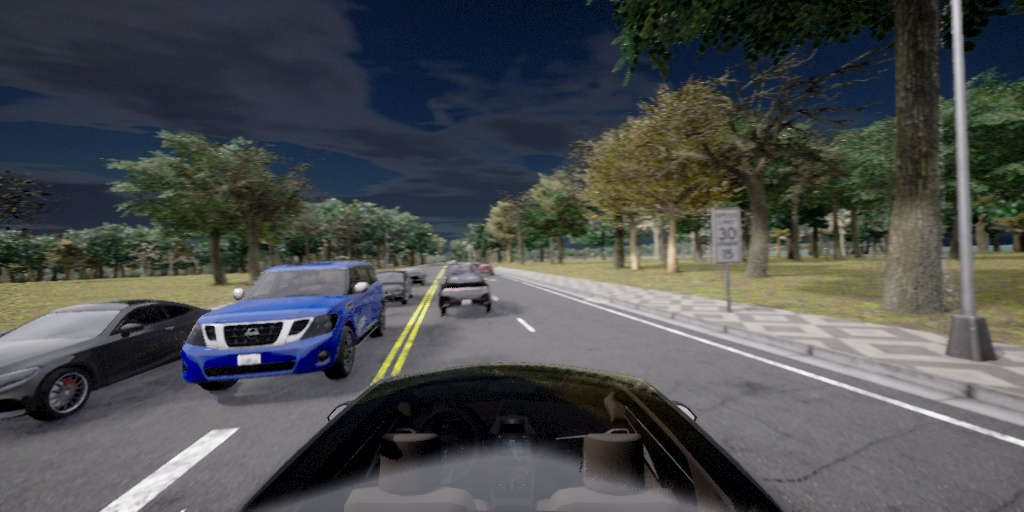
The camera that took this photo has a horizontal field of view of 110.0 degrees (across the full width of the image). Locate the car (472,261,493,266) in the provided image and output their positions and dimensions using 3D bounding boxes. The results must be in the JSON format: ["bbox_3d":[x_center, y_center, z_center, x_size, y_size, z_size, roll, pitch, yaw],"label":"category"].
[{"bbox_3d":[-3.038,1.440,39.378,1.812,1.442,4.674,-2,0,-10],"label":"car"}]

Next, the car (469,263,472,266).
[{"bbox_3d":[-4.995,1.511,50.668,2.128,1.511,4.902,-2,0,-9],"label":"car"}]

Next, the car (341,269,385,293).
[{"bbox_3d":[-10.702,1.761,26.067,1.994,1.385,4.181,-2,0,-10],"label":"car"}]

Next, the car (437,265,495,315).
[{"bbox_3d":[-1.898,1.324,14.203,2.128,1.511,4.902,-2,0,-9],"label":"car"}]

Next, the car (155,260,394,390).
[{"bbox_3d":[-4.227,1.141,7.818,2.150,2.045,5.566,-2,0,-10],"label":"car"}]

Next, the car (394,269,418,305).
[{"bbox_3d":[-5.935,1.501,17.579,1.837,1.490,4.892,-2,0,-10],"label":"car"}]

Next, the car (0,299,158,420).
[{"bbox_3d":[-7.289,1.566,6.387,1.812,1.442,4.674,-2,0,-9],"label":"car"}]

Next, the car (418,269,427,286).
[{"bbox_3d":[-7.809,1.686,28.379,1.895,1.301,4.718,-2,0,-10],"label":"car"}]

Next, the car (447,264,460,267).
[{"bbox_3d":[-6.375,1.613,39.945,1.994,1.385,4.181,-2,0,-10],"label":"car"}]
